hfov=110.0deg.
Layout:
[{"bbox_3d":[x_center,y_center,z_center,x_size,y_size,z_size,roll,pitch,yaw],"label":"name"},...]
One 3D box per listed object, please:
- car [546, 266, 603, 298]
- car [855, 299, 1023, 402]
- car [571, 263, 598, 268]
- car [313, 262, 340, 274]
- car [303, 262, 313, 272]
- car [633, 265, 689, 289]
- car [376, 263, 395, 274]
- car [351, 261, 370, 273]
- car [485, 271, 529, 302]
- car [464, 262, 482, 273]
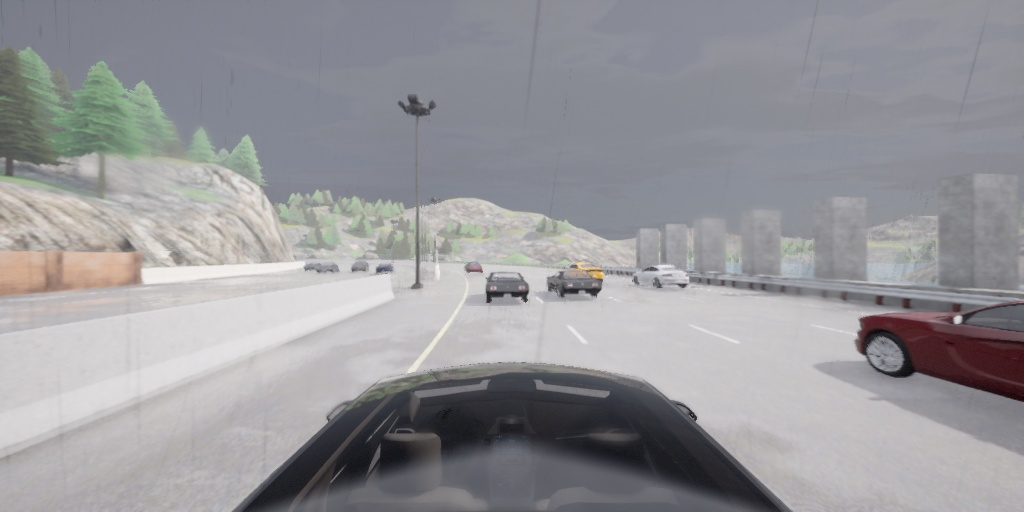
[{"bbox_3d":[3.040,1.376,18.717,1.895,1.301,4.718,0,0,-5],"label":"car"},{"bbox_3d":[7.102,1.208,4.325,1.882,1.535,5.008,0,0,-1],"label":"car"},{"bbox_3d":[5.498,1.264,28.178,1.882,1.535,5.008,0,0,-8],"label":"car"},{"bbox_3d":[-22.939,1.448,44.848,1.812,1.442,4.674,0,0,-14],"label":"car"},{"bbox_3d":[-28.473,1.519,51.633,1.994,1.385,4.181,0,0,-16],"label":"car"},{"bbox_3d":[9.551,1.287,23.236,1.812,1.442,4.674,0,0,-6],"label":"car"},{"bbox_3d":[-15.499,1.495,43.966,1.895,1.301,4.718,0,0,-13],"label":"car"},{"bbox_3d":[-19.957,1.421,47.351,1.837,1.490,4.892,0,0,-14],"label":"car"},{"bbox_3d":[-0.358,1.385,17.326,1.895,1.301,4.718,0,0,-4],"label":"car"},{"bbox_3d":[-5.072,1.426,46.373,1.994,1.385,4.181,0,0,-14],"label":"car"}]
